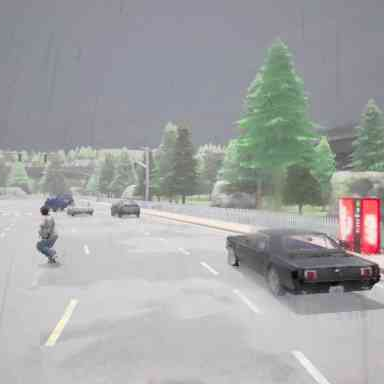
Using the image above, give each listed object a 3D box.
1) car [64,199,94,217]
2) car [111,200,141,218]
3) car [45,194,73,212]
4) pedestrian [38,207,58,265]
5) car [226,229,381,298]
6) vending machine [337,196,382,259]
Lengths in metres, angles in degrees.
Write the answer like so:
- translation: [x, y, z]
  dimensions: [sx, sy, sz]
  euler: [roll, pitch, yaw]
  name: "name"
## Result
- translation: [-10.747, 1.601, 31.890]
  dimensions: [1.895, 1.301, 4.718]
  euler: [0, 0, -27]
  name: "car"
- translation: [-6.107, 1.491, 30.316]
  dimensions: [2.128, 1.511, 4.902]
  euler: [0, 0, -25]
  name: "car"
- translation: [-16.057, 1.231, 40.202]
  dimensions: [2.150, 2.045, 5.566]
  euler: [0, 0, -38]
  name: "car"
- translation: [-4.381, 1.294, 10.148]
  dimensions: [0.375, 1.860, 0.375]
  euler: [0, 0, -16]
  name: "pedestrian"
- translation: [2.370, 1.601, 8.619]
  dimensions: [1.895, 1.301, 4.718]
  euler: [0, 0, -11]
  name: "car"
- translation: [5.851, 1.195, 11.670]
  dimensions: [1.100, 2.100, 0.880]
  euler: [0, 0, -15]
  name: "vending machine"
